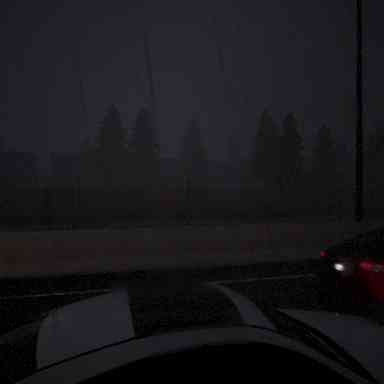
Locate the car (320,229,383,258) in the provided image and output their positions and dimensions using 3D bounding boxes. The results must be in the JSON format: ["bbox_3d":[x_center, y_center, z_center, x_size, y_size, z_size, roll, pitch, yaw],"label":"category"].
[{"bbox_3d":[5.032,1.559,7.624,4.181,1.385,1.994,0,0,-17],"label":"car"}]

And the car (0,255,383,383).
[{"bbox_3d":[0.148,1.525,2.610,4.674,1.442,1.812,0,0,-15],"label":"car"}]
